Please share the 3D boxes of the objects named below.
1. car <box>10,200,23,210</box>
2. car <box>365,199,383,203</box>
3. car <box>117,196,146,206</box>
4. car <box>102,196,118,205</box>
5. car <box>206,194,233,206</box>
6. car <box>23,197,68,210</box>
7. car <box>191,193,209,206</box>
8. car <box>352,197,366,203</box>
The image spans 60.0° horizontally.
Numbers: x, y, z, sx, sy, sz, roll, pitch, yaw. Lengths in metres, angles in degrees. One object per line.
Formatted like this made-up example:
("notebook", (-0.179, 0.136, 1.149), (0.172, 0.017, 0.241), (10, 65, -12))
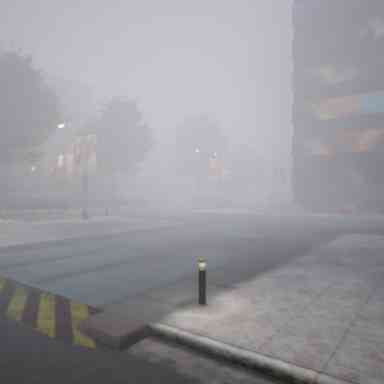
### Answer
("car", (-21.174, 1.491, 43.711), (1.837, 1.490, 4.892), (0, 0, 36))
("car", (19.342, 1.350, 33.770), (2.002, 1.452, 4.674), (0, 0, 36))
("car", (-9.389, 1.567, 53.752), (1.994, 1.385, 4.181), (0, 0, 37))
("car", (-12.614, 1.505, 55.283), (1.837, 1.490, 4.892), (0, 0, 37))
("car", (4.860, 1.523, 53.668), (1.837, 1.490, 4.892), (0, 0, 36))
("car", (-18.181, 1.590, 41.888), (1.895, 1.301, 4.718), (0, 0, 36))
("car", (2.057, 1.237, 55.765), (2.150, 2.045, 5.566), (0, 0, 36))
("car", (23.229, 1.451, 46.044), (2.161, 1.482, 4.786), (0, 0, 36))
